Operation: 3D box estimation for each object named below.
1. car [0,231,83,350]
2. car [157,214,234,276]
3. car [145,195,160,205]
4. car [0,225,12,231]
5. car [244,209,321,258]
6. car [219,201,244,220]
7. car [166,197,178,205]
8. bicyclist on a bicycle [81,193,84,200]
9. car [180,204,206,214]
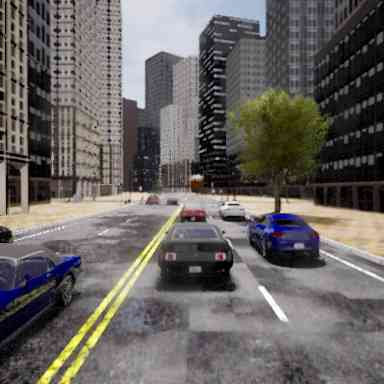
[{"bbox_3d":[-3.350,1.596,5.175,1.895,1.301,4.718,0,0,0],"label":"car"},{"bbox_3d":[0.091,1.591,10.286,1.895,1.301,4.718,0,0,0],"label":"car"},{"bbox_3d":[-6.513,1.319,55.584,2.097,1.767,4.553,0,0,0],"label":"car"},{"bbox_3d":[-6.604,1.483,8.656,2.128,1.511,4.902,0,0,0],"label":"car"},{"bbox_3d":[3.342,1.514,12.659,1.812,1.442,4.674,0,0,0],"label":"car"},{"bbox_3d":[3.339,1.491,27.971,1.812,1.442,4.674,0,0,0],"label":"car"},{"bbox_3d":[-3.263,1.534,55.525,1.895,1.301,4.718,0,0,0],"label":"car"},{"bbox_3d":[-24.724,0.981,75.271,0.582,1.620,1.656,0,1,1],"label":"bicyclist on a bicycle"},{"bbox_3d":[0.087,1.570,25.469,1.895,1.301,4.718,0,0,0],"label":"car"}]
